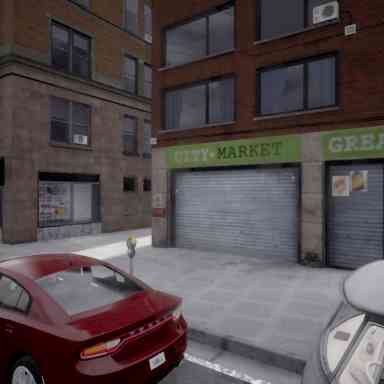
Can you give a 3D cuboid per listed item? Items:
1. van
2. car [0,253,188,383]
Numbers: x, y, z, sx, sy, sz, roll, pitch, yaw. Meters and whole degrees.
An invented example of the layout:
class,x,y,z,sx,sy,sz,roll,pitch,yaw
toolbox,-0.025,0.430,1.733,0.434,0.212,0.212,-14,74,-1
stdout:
class,x,y,z,sx,sy,sz,roll,pitch,yaw
van,2.450,1.341,1.329,3.998,1.788,1.690,0,0,35
car,-2.160,1.544,4.615,4.507,1.381,1.887,0,0,35
